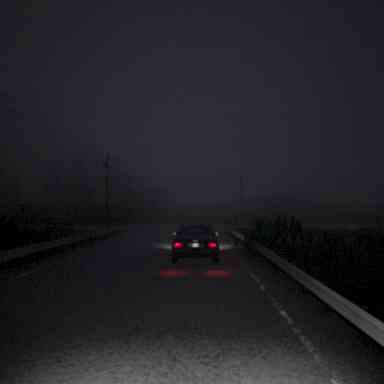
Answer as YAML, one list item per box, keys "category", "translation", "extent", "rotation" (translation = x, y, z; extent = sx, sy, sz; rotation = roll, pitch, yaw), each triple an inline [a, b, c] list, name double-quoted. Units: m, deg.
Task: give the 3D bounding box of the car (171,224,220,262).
- category: "car"
  translation: [0.148, 2.032, 13.988]
  extent: [2.033, 1.411, 5.357]
  rotation: [0, -3, 1]
